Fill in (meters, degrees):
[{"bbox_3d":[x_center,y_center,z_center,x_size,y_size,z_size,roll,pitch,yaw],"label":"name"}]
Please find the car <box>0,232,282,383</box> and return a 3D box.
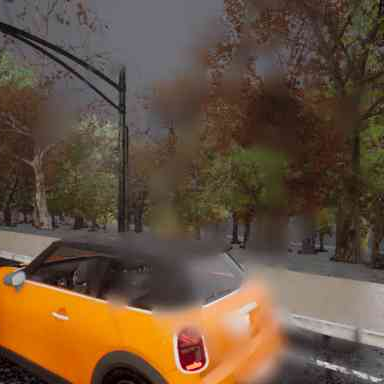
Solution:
[{"bbox_3d":[-1.223,1.351,4.569,4.553,1.767,2.097,0,0,36],"label":"car"}]
